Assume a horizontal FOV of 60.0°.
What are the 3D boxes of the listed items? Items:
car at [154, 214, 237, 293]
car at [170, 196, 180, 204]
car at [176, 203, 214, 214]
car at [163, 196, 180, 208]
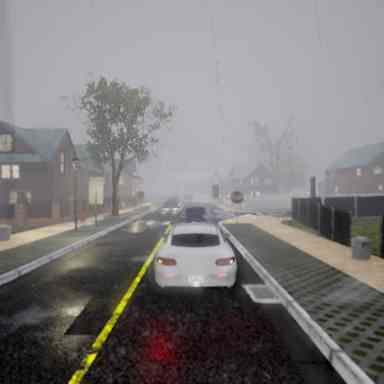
[{"bbox_3d":[0.074,1.534,8.783,1.812,1.442,4.674,0,0,0],"label":"car"},{"bbox_3d":[-3.296,1.552,62.732,1.812,1.442,4.674,0,0,-4],"label":"car"},{"bbox_3d":[0.338,1.540,20.700,1.812,1.442,4.674,0,0,5],"label":"car"},{"bbox_3d":[-2.996,1.577,47.920,1.994,1.385,4.181,0,0,0],"label":"car"}]
